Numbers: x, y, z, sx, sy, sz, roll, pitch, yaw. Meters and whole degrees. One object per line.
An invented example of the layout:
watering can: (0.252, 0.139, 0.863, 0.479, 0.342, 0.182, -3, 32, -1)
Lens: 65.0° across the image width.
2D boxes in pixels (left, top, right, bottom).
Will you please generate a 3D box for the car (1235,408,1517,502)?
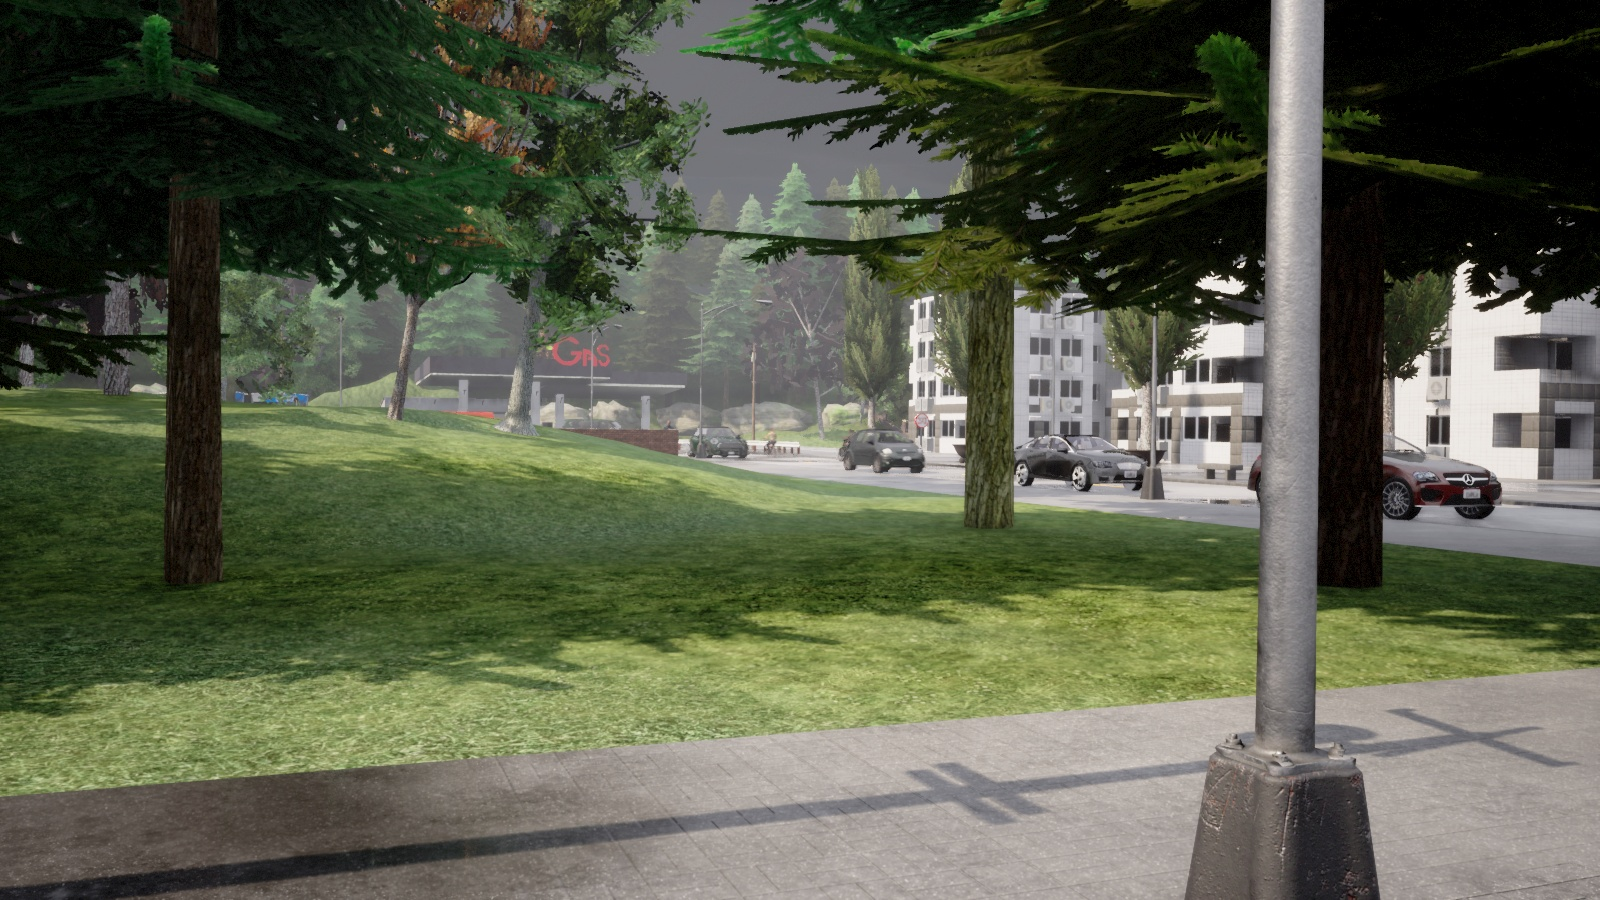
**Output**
car: (11.236, 0.049, 24.984, 2.152, 1.651, 5.027, -1, 1, -21)

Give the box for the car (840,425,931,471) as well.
car: (3.112, -0.091, 46.351, 1.851, 1.617, 3.988, -1, 1, -21)

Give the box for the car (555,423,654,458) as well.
car: (-11.897, -0.600, 76.660, 5.566, 2.045, 2.150, 0, 1, 7)

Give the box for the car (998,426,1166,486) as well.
car: (7.614, 0.111, 34.497, 2.128, 1.511, 4.902, -1, 1, -21)

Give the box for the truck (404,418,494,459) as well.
truck: (-22.113, -0.736, 79.049, 5.204, 2.467, 2.627, -1, 1, -20)

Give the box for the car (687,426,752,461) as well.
car: (-4.278, -0.368, 65.836, 2.097, 1.767, 4.553, -1, 1, -21)
